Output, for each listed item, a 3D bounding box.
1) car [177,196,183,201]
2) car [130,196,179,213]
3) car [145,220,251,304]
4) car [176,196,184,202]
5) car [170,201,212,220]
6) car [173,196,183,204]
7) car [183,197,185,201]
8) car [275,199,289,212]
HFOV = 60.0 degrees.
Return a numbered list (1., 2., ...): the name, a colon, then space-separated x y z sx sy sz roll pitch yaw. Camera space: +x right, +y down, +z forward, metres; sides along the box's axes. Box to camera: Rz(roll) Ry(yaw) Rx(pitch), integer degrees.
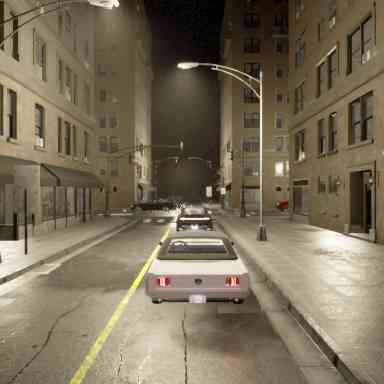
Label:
1. car: -2.831 1.398 48.992 2.097 1.767 4.553 0 0 0
2. car: -4.200 1.519 35.968 4.902 1.511 2.128 0 0 0
3. car: 0.106 1.602 8.087 1.895 1.301 4.718 0 0 0
4. car: -2.729 1.615 78.376 1.812 1.442 4.674 0 0 0
5. car: 0.111 1.499 18.308 2.128 1.511 4.902 0 0 -1
6. car: -2.747 1.583 68.057 1.837 1.490 4.892 0 0 1
7. car: -2.815 1.551 58.203 2.128 1.511 4.902 0 0 0
8. car: 12.277 1.353 38.548 5.009 1.841 2.192 0 0 0
